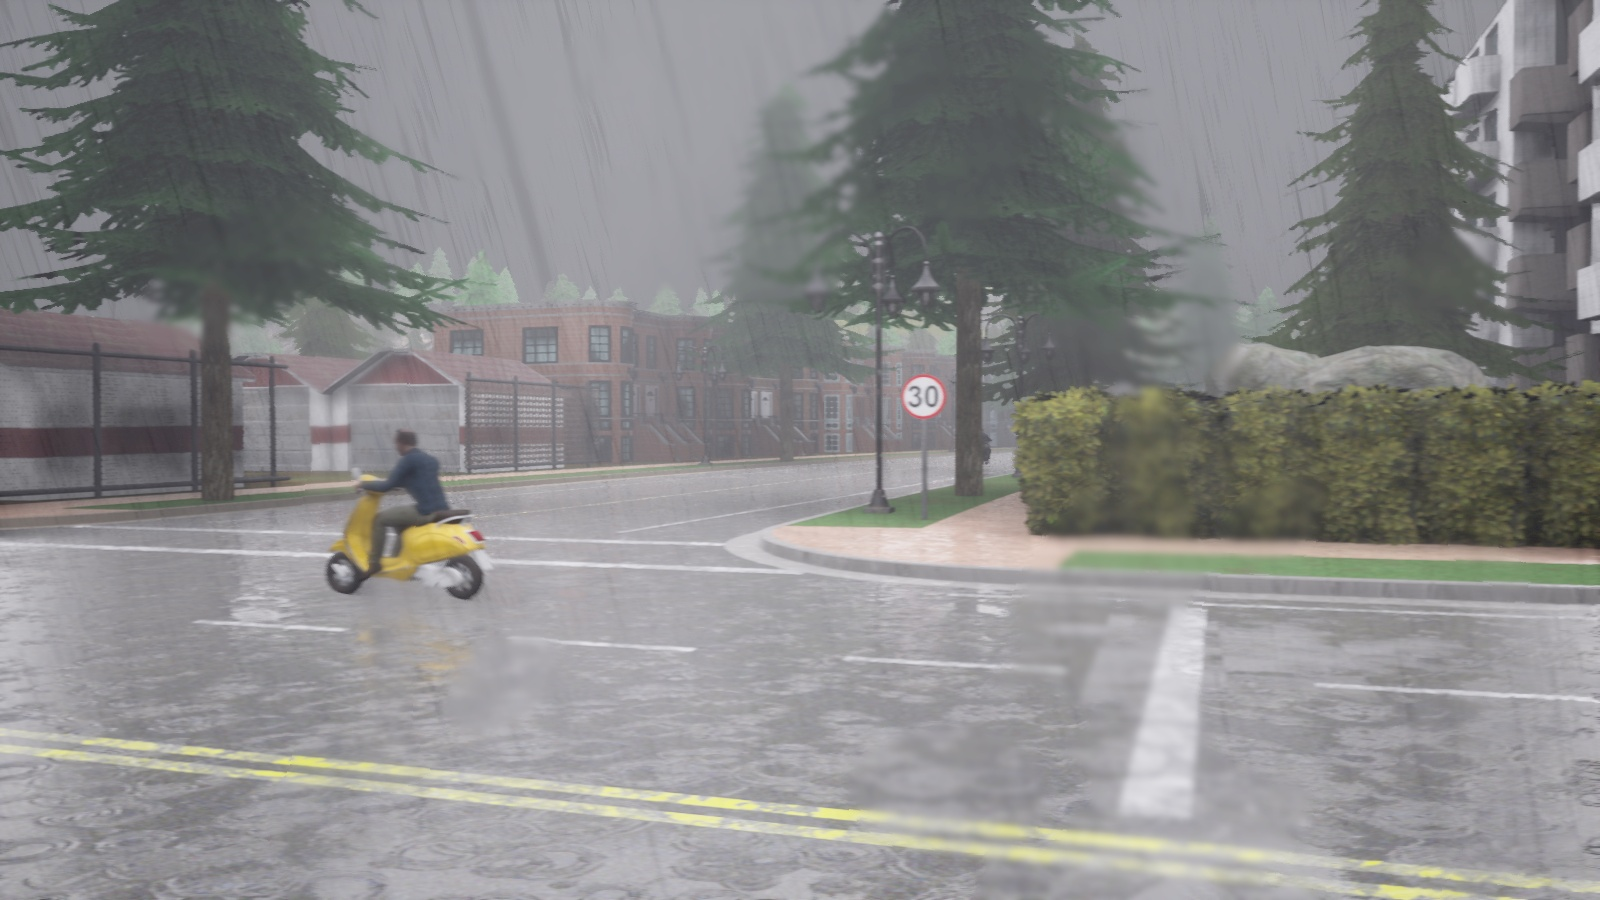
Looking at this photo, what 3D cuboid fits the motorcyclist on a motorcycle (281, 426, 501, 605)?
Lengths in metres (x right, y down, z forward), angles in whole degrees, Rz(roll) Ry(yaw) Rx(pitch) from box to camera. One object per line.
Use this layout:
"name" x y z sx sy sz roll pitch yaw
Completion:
"motorcyclist on a motorcycle" -3.860 0.575 11.876 1.817 1.590 0.866 1 1 19
